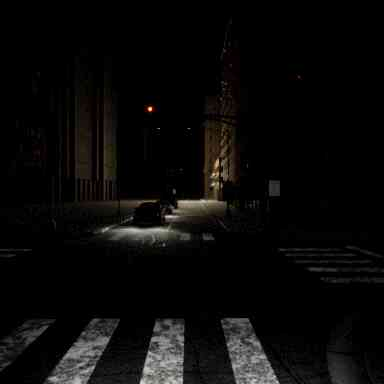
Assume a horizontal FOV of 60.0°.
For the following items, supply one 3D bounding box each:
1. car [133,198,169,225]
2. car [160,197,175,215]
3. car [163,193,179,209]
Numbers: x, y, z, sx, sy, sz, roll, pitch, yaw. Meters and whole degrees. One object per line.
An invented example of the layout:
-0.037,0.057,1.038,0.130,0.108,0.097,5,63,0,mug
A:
-3.053,1.479,24.448,1.882,1.535,5.008,0,0,0,car
-3.036,1.527,34.412,1.812,1.442,4.674,0,0,0,car
-3.001,1.222,45.122,2.150,2.045,5.566,0,0,1,car
